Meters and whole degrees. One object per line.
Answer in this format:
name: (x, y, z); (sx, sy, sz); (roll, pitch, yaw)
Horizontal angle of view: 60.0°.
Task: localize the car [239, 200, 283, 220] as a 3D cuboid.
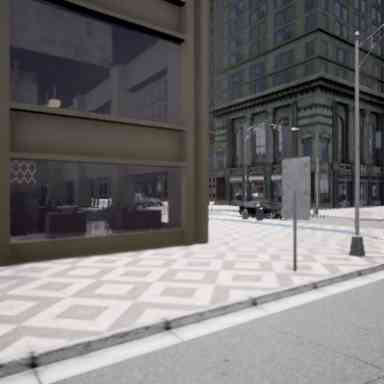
car: (6.177, 1.485, 28.336); (1.882, 1.535, 5.008); (0, 0, -35)
